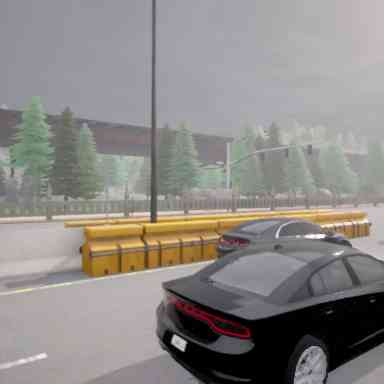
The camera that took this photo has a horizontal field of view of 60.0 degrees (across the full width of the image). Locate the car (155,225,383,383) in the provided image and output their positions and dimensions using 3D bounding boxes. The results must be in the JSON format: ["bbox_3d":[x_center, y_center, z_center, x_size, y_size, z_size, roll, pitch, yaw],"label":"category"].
[{"bbox_3d":[1.866,1.489,5.082,5.008,1.535,1.882,0,0,-36],"label":"car"}]

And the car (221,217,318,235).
[{"bbox_3d":[2.950,1.526,10.162,4.892,1.490,1.837,0,0,-35],"label":"car"}]
